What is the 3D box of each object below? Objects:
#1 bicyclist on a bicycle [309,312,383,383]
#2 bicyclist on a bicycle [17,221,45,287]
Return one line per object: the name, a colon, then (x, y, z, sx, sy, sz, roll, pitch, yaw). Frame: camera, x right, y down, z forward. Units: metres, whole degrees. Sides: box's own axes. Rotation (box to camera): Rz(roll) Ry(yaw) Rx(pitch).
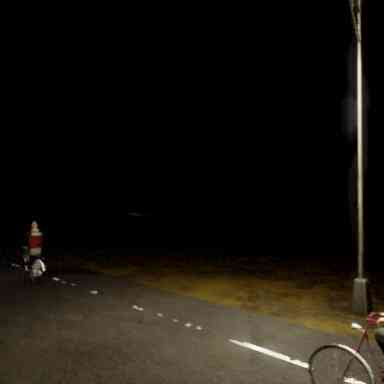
bicyclist on a bicycle: (2.067, 1.558, 3.369, 1.843, 1.776, 0.659, -1, -3, 42)
bicyclist on a bicycle: (-4.574, 1.707, 9.404, 1.843, 1.776, 0.659, -1, -3, 42)
